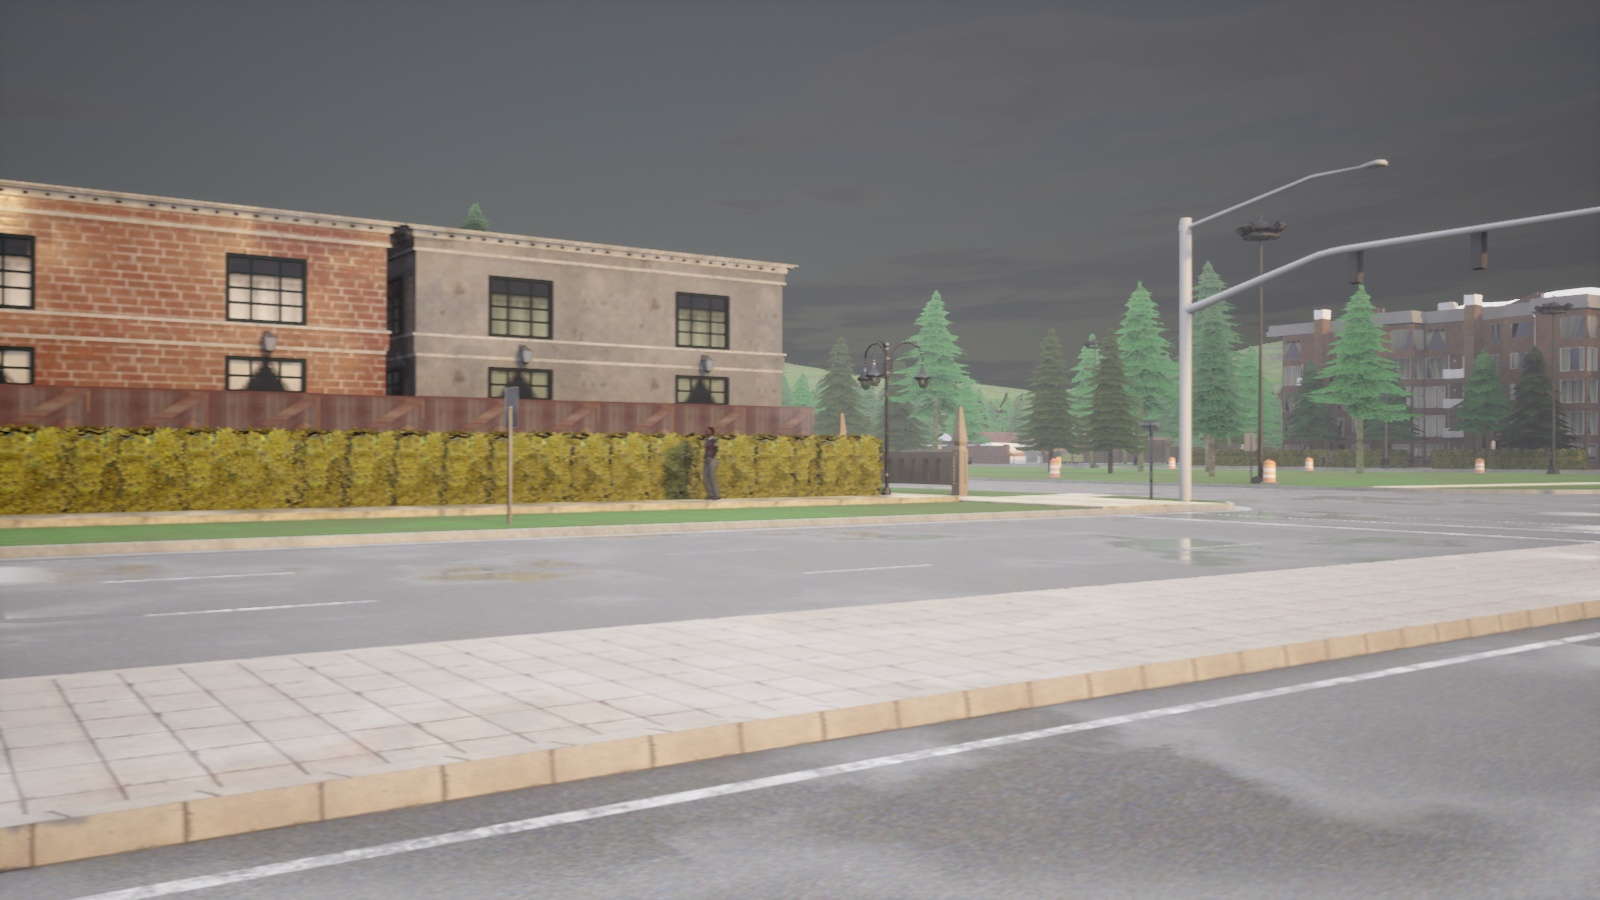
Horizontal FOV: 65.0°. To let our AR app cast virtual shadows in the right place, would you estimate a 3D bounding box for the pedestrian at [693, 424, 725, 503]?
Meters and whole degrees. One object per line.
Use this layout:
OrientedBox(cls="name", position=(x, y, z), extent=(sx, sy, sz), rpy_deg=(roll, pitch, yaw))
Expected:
OrientedBox(cls="pedestrian", position=(-2.251, 0.335, 31.139), extent=(0.666, 1.930, 0.402), rpy_deg=(0, 0, -35))
